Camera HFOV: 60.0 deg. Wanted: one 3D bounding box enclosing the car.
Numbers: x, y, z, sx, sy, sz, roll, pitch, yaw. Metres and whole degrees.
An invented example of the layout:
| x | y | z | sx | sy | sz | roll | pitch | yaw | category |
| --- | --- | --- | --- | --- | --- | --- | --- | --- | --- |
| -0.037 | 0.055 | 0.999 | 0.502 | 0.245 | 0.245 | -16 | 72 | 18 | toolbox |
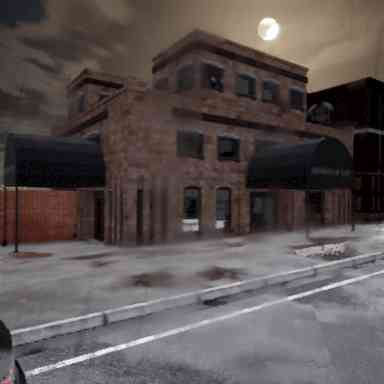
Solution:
| x | y | z | sx | sy | sz | roll | pitch | yaw | category |
| --- | --- | --- | --- | --- | --- | --- | --- | --- | --- |
| -3.346 | 1.491 | 1.296 | 4.902 | 1.511 | 2.128 | 0 | 0 | -35 | car |
